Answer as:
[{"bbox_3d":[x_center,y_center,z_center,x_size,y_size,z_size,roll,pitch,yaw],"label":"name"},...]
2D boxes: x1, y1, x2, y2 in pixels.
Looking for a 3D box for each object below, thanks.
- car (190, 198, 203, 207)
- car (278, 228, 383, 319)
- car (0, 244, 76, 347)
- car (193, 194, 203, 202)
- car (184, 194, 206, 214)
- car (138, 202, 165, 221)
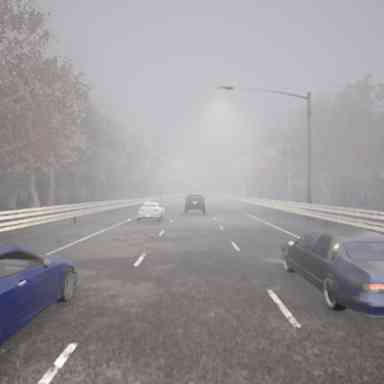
[{"bbox_3d":[0.760,1.602,52.119,1.895,1.301,4.718,0,0,1],"label":"car"},{"bbox_3d":[3.515,1.550,7.674,2.033,1.411,5.357,0,0,0],"label":"car"},{"bbox_3d":[-3.386,1.527,5.210,1.812,1.442,4.674,0,0,0],"label":"car"},{"bbox_3d":[1.293,1.346,73.478,2.097,1.767,4.553,0,0,2],"label":"car"},{"bbox_3d":[0.336,1.227,36.238,2.150,2.045,5.566,0,0,1],"label":"car"},{"bbox_3d":[-3.215,1.530,26.849,1.812,1.442,4.674,0,0,1],"label":"car"}]
